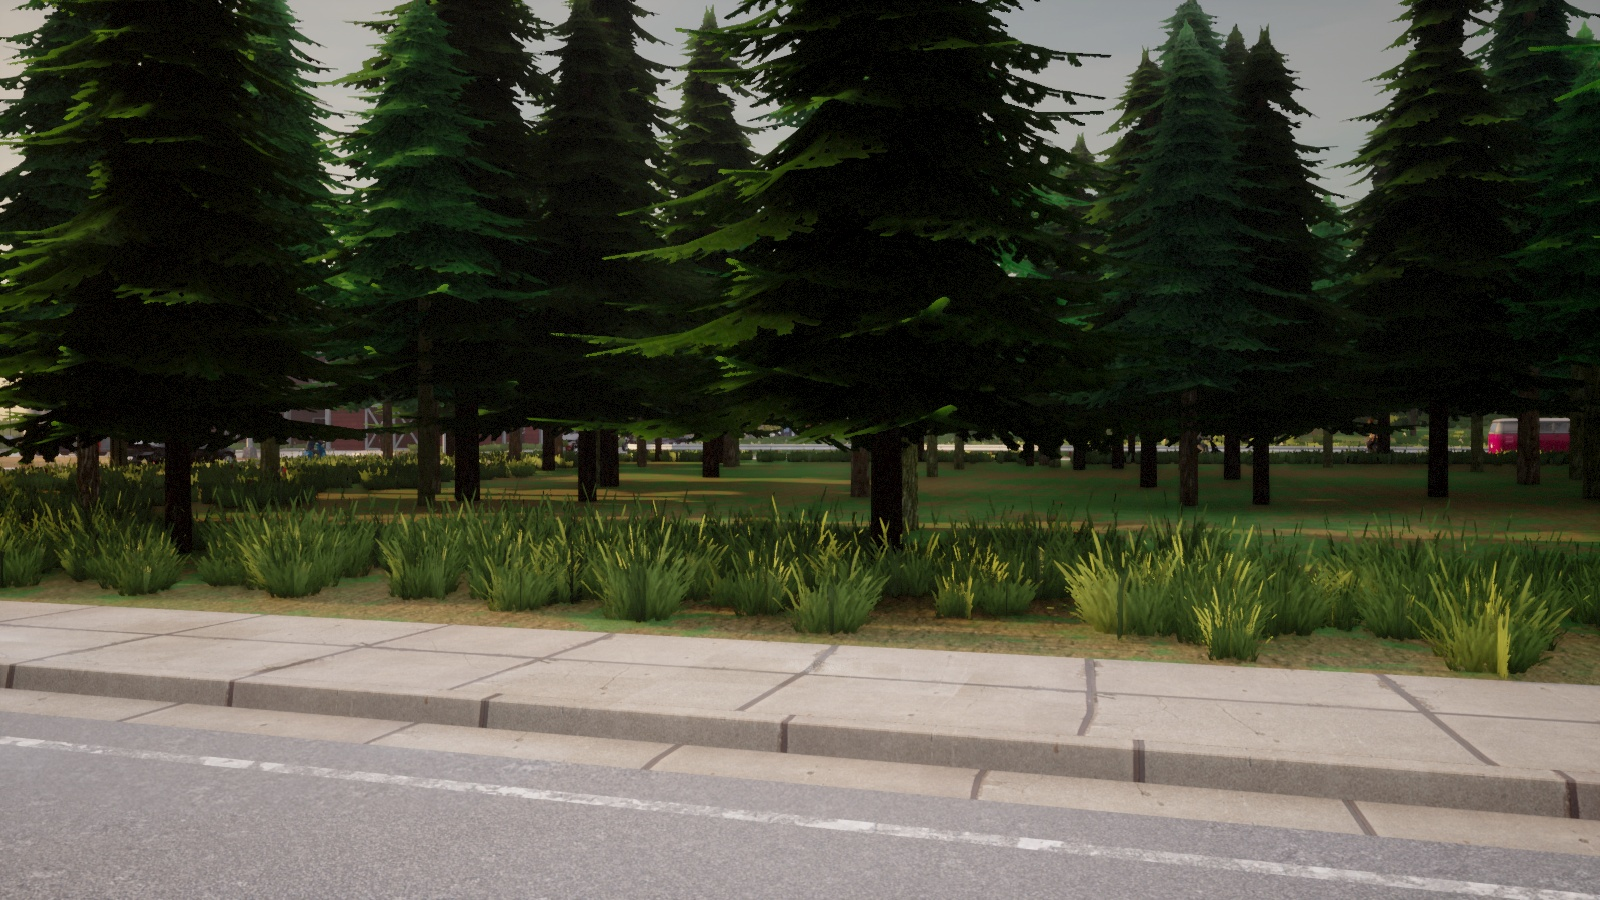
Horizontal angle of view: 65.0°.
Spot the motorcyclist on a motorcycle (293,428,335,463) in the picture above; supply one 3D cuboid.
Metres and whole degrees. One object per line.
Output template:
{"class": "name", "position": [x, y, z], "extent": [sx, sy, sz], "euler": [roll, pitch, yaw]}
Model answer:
{"class": "motorcyclist on a motorcycle", "position": [-22.386, -0.204, 57.883], "extent": [0.866, 1.590, 1.817], "euler": [1, 1, 17]}

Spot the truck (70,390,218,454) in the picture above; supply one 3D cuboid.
{"class": "truck", "position": [-40.800, -1.746, 78.091], "extent": [8.468, 3.827, 2.891], "euler": [0, 1, 16]}

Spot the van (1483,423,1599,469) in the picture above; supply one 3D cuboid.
{"class": "van", "position": [33.020, -0.189, 55.749], "extent": [4.442, 1.987, 1.775], "euler": [1, 1, 19]}

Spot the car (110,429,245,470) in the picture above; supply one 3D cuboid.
{"class": "car", "position": [-24.790, -0.066, 50.212], "extent": [1.882, 1.535, 5.008], "euler": [1, 1, 17]}

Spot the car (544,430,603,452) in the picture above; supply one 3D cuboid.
{"class": "car", "position": [-16.113, -0.642, 89.604], "extent": [2.163, 1.488, 4.792], "euler": [1, 1, 17]}

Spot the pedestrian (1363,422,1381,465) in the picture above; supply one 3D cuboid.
{"class": "pedestrian", "position": [24.848, -0.291, 54.545], "extent": [0.634, 1.846, 0.331], "euler": [0, 1, 5]}
